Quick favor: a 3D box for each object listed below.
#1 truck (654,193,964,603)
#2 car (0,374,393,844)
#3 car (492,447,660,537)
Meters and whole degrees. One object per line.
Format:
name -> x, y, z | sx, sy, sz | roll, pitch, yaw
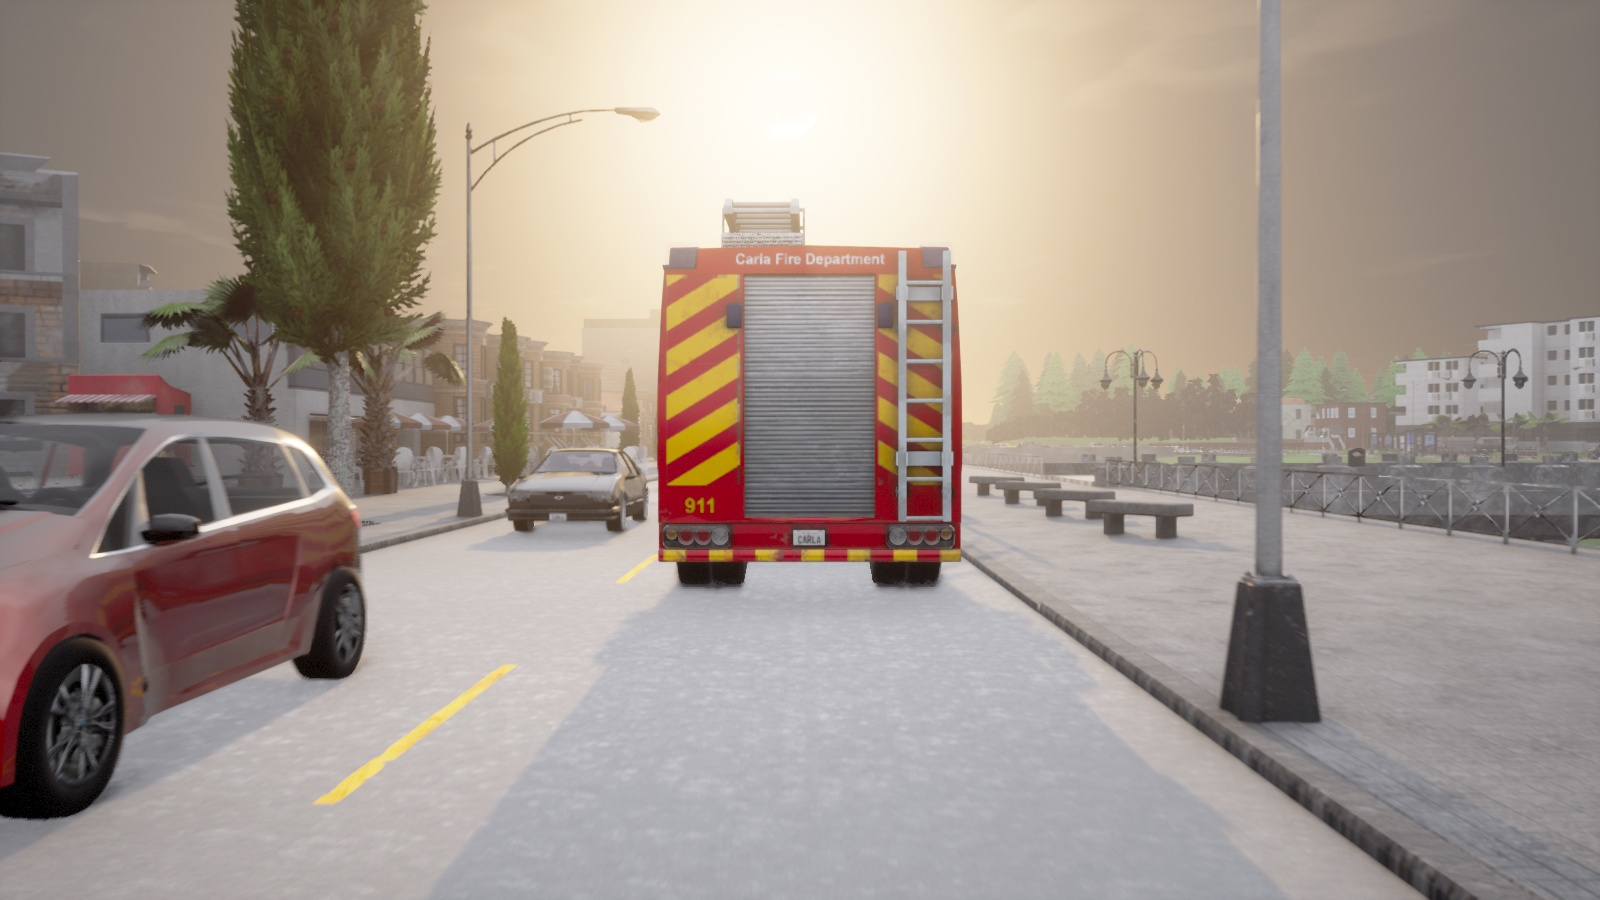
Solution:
truck -> 0.105, -0.508, 15.946 | 2.891, 3.827, 8.468 | 0, 0, 0
car -> -3.948, 0.552, 6.380 | 2.242, 1.667, 4.611 | 0, 0, 0
car -> -3.859, 0.664, 22.594 | 2.033, 1.411, 5.357 | 0, 0, 0
